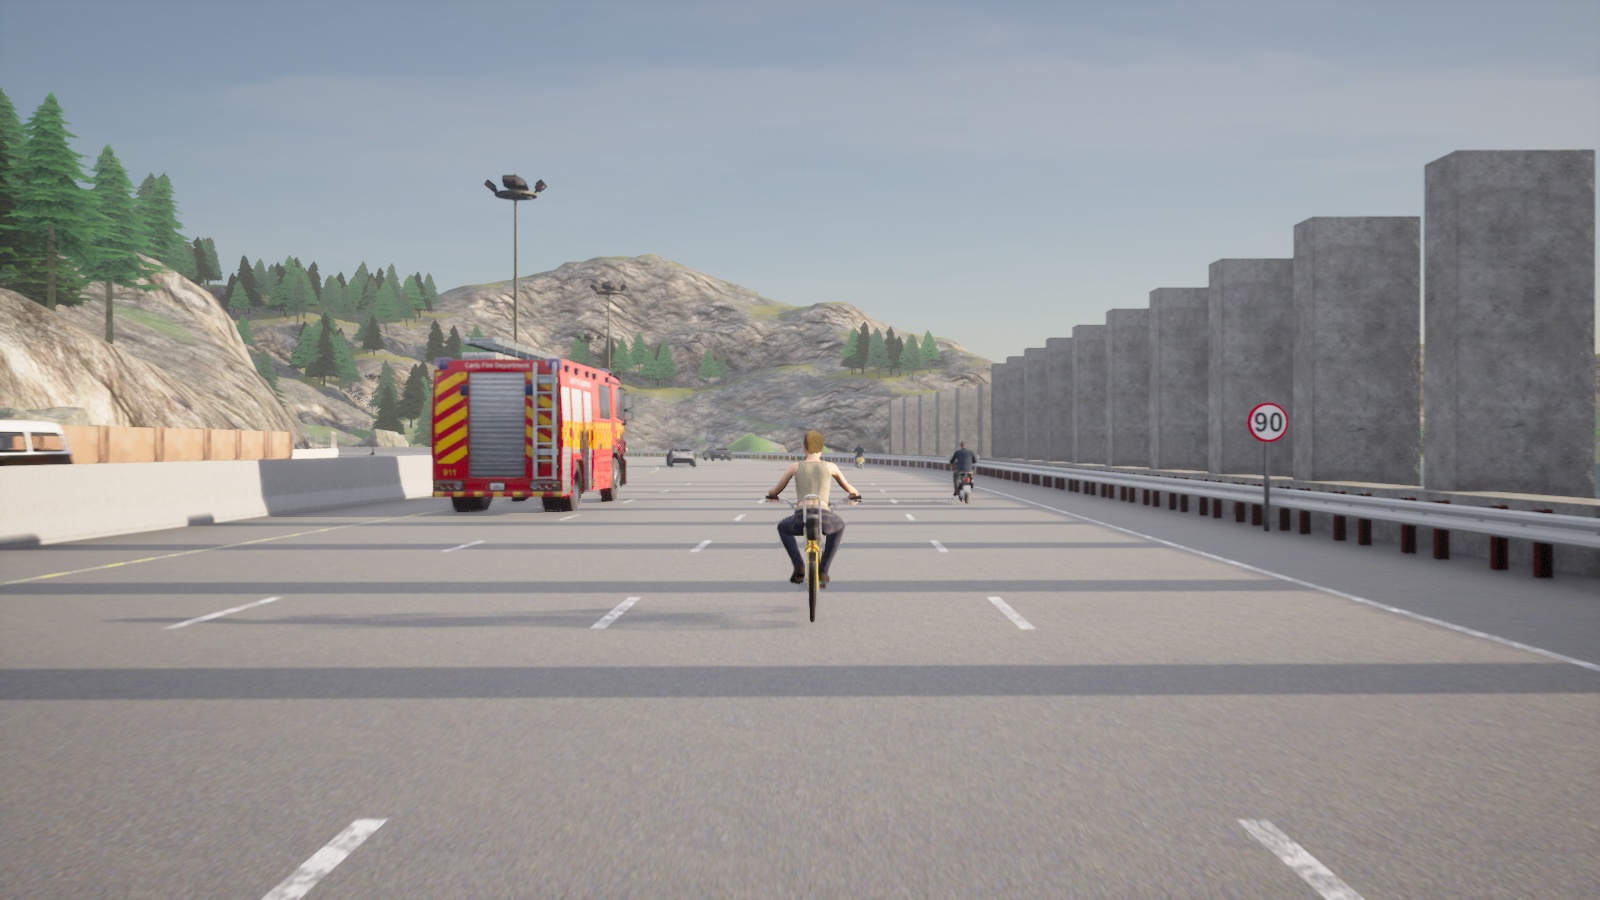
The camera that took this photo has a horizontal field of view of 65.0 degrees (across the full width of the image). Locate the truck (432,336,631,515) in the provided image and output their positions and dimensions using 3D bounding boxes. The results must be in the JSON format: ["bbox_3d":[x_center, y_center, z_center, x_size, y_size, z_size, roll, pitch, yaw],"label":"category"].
[{"bbox_3d":[-6.329,-0.550,31.168,2.891,3.827,8.468,0,0,2],"label":"truck"}]

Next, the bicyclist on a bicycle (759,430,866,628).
[{"bbox_3d":[0.117,0.639,10.961,0.866,1.612,1.509,0,0,1],"label":"bicyclist on a bicycle"}]

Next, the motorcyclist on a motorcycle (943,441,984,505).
[{"bbox_3d":[4.212,0.571,32.440,0.866,1.590,1.817,0,0,2],"label":"motorcyclist on a motorcycle"}]

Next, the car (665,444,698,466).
[{"bbox_3d":[-8.278,0.331,87.093,2.007,1.525,4.514,0,0,-9],"label":"car"}]

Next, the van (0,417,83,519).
[{"bbox_3d":[-17.000,0.353,25.619,2.069,2.038,4.480,0,0,2],"label":"van"}]
